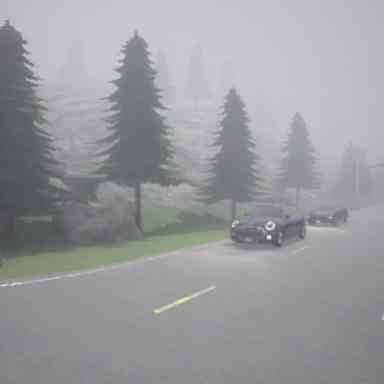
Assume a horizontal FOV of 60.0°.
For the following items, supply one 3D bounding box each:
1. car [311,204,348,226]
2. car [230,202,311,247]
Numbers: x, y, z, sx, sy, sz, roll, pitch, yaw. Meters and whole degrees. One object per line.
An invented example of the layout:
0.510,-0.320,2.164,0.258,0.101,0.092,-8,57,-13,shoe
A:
9.759,1.549,23.776,2.033,1.411,5.357,0,0,36,car
3.581,1.353,15.268,2.097,1.767,4.553,0,0,36,car
